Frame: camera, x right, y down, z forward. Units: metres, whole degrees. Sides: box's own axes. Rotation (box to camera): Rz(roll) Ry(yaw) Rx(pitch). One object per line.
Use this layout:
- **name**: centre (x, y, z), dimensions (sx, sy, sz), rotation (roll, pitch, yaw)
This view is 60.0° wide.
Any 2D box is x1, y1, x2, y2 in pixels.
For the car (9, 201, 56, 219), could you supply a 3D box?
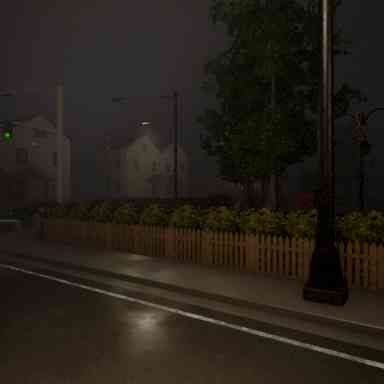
- **car**: centre (-13.634, 1.524, 29.413), dimensions (1.812, 1.442, 4.674), rotation (0, 0, 35)

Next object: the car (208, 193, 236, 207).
- **car**: centre (4.330, 1.220, 48.791), dimensions (2.150, 2.045, 5.566), rotation (0, 0, 35)
